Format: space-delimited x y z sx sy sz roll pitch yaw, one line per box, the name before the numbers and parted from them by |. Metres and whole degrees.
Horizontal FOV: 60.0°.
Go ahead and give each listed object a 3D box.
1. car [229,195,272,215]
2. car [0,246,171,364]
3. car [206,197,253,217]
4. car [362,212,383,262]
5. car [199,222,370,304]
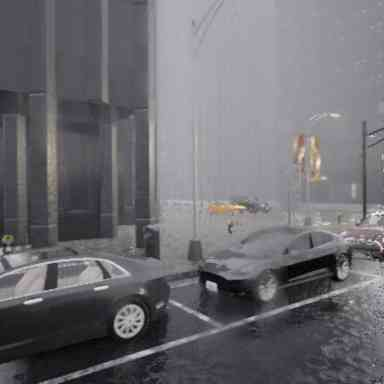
car | 6.109 1.349 36.346 2.150 2.045 5.566 -1 0 -36
car | -2.402 1.549 4.827 4.403 1.369 2.008 0 0 -36
car | 3.533 1.641 34.365 1.882 1.535 5.008 -1 0 -36
car | 6.754 1.414 11.363 4.097 1.590 1.967 0 0 -36
car | 2.177 1.552 8.095 4.313 1.339 1.947 0 0 -36
